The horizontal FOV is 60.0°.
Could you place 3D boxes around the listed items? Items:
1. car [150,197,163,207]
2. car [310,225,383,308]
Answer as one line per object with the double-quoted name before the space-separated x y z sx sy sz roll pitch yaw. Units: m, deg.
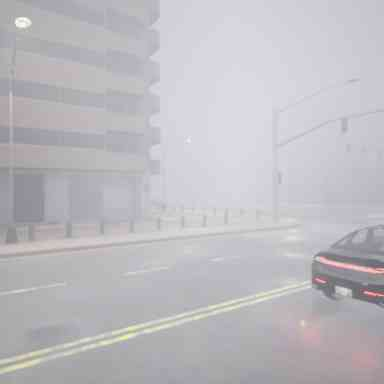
"car" -5.894 1.430 48.580 1.895 1.301 4.718 0 0 -34
"car" 4.552 1.451 6.984 4.902 1.511 2.128 0 0 -35
